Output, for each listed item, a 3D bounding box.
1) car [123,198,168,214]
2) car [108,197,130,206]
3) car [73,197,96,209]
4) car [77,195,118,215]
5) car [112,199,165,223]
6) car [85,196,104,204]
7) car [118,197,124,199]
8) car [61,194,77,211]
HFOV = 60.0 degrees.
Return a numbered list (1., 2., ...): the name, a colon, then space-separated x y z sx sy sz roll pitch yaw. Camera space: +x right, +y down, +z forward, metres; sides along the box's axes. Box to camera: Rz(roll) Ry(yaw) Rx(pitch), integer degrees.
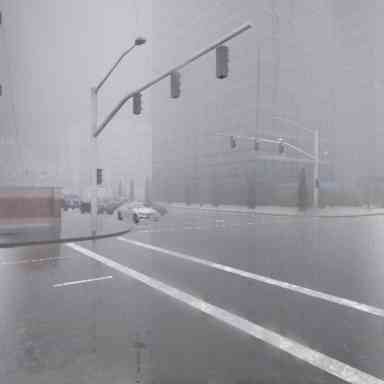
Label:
1. car: -4.402 1.547 32.049 2.033 1.411 5.357 0 0 -36
2. car: -12.143 1.526 55.231 1.812 1.442 4.674 0 0 -36
3. car: -15.406 1.526 47.447 1.812 1.442 4.674 0 0 -35
4. car: -9.518 1.352 33.187 2.097 1.767 4.553 0 0 -36
5. car: -4.294 1.526 25.887 1.812 1.442 4.674 0 0 -36
6. car: -19.014 1.492 64.832 2.128 1.511 4.902 0 0 -36
7. car: -9.779 1.352 39.563 2.097 1.767 4.553 0 0 -36
8. car: -15.112 1.221 41.003 2.150 2.045 5.566 0 0 -36
